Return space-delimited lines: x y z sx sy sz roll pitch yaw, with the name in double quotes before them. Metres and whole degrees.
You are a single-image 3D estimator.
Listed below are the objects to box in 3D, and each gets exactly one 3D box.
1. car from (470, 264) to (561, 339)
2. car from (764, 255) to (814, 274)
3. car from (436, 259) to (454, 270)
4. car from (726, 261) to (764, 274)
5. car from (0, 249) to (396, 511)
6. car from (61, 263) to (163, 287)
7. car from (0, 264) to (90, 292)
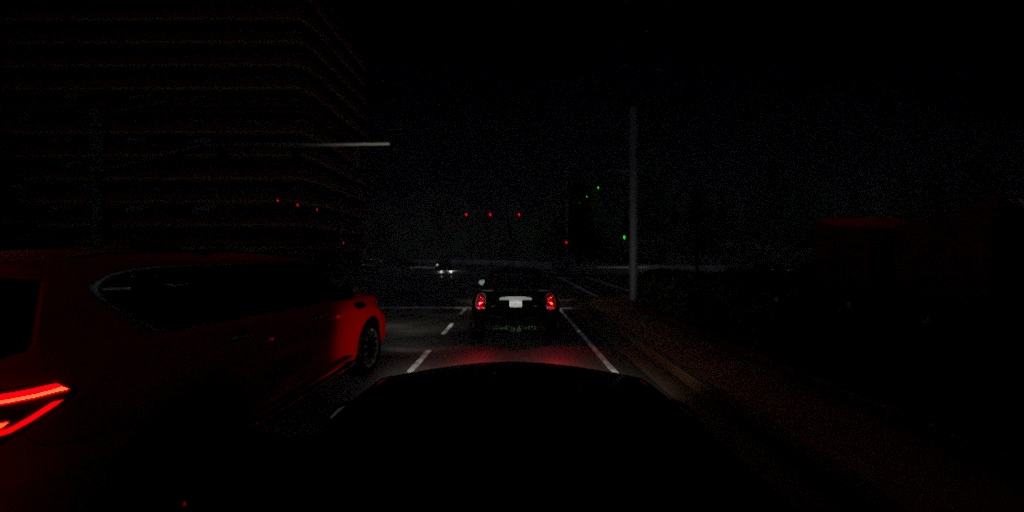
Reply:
"car" 0.094 1.077 10.116 2.097 1.767 4.553 0 0 0
"car" 23.183 0.949 27.602 5.566 2.045 2.150 0 0 0
"car" -9.134 1.158 48.215 2.033 1.411 5.357 0 0 -18
"car" 21.285 1.195 31.118 5.008 1.535 1.882 0 0 0
"car" -3.435 0.964 4.278 2.150 2.045 5.566 0 0 1
"car" -27.004 1.242 24.311 4.892 1.490 1.837 0 0 0
"car" -28.024 1.253 20.819 4.892 1.490 1.837 0 0 0
